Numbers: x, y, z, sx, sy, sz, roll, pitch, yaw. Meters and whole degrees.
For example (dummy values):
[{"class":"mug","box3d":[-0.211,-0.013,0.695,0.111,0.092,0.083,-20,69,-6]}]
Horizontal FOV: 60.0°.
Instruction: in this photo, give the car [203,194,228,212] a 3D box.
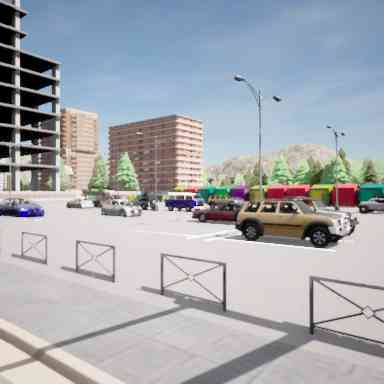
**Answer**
[{"class":"car","box3d":[4.179,1.191,42.535,4.605,1.855,1.932,0,0,38]}]

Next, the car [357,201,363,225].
[{"class":"car","box3d":[5.932,1.164,16.278,3.866,1.878,1.905,0,0,38]}]

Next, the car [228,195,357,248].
[{"class":"car","box3d":[4.106,1.162,14.031,4.605,1.855,1.932,0,0,38]}]

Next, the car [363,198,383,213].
[{"class":"car","box3d":[19.785,1.402,34.031,3.806,1.475,1.970,0,0,38]}]

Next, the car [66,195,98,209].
[{"class":"car","box3d":[-14.501,1.461,43.017,3.806,1.475,1.970,0,0,38]}]

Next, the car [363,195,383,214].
[{"class":"car","box3d":[17.992,1.163,31.758,3.866,1.878,1.905,0,0,38]}]

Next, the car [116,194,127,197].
[{"class":"car","box3d":[-11.104,1.219,47.442,4.605,1.855,1.932,0,0,38]}]

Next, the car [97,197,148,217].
[{"class":"car","box3d":[-6.159,1.435,29.169,3.806,1.475,1.970,0,0,38]}]

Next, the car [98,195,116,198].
[{"class":"car","box3d":[-12.717,1.430,45.297,3.905,1.438,1.784,0,0,38]}]

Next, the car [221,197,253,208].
[{"class":"car","box3d":[6.015,1.402,44.777,3.905,1.438,1.784,0,0,38]}]
